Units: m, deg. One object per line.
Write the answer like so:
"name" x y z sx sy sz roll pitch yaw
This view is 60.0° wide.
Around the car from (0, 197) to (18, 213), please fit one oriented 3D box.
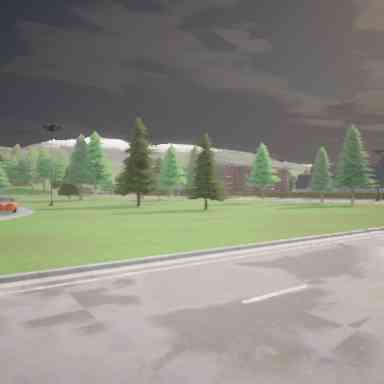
"car" -20.096 1.353 36.000 2.097 1.767 4.553 0 0 -24
